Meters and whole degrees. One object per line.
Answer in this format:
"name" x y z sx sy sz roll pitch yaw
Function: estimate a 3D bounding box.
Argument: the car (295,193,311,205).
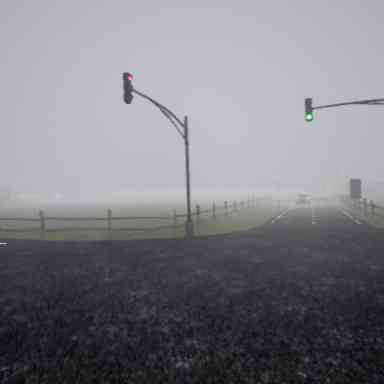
"car" 16.539 0.993 49.626 2.097 1.767 4.553 -2 0 20
